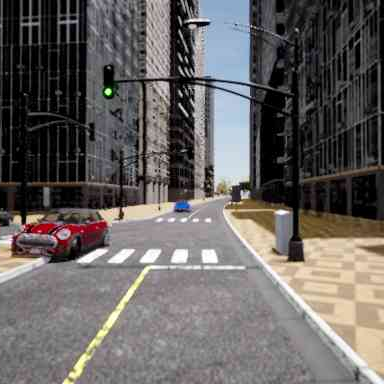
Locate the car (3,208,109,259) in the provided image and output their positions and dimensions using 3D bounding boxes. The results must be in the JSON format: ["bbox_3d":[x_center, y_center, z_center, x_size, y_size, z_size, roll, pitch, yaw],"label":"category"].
[{"bbox_3d":[-4.907,1.430,13.115,2.097,1.767,4.553,3,-2,5],"label":"car"}]

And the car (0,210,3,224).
[{"bbox_3d":[-16.550,2.077,26.672,4.403,1.369,2.008,-1,0,10],"label":"car"}]

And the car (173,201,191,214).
[{"bbox_3d":[-1.165,1.835,40.852,1.882,1.535,5.008,0,1,5],"label":"car"}]
